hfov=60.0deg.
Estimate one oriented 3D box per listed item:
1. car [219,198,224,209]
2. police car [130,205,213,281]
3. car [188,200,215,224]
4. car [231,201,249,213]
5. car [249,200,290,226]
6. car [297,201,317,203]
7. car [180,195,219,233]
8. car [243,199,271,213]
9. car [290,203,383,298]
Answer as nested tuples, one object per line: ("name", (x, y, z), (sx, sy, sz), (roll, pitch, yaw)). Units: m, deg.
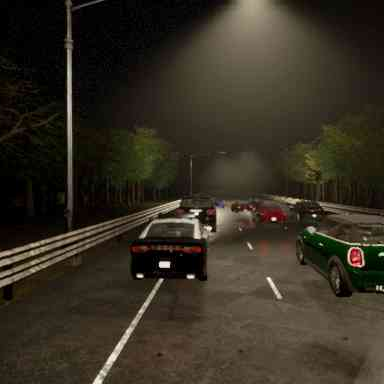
("car", (3.508, 1.530, 46.303), (2.033, 1.411, 5.357), (0, 0, 5))
("police car", (-0.443, 1.421, 10.021), (1.930, 1.638, 5.238), (0, 0, 4))
("car", (0.843, 1.469, 25.853), (1.882, 1.535, 5.008), (0, 0, 4))
("car", (5.449, 1.582, 36.271), (1.895, 1.301, 4.718), (-2, 0, 0))
("car", (5.297, 1.516, 23.061), (1.812, 1.442, 4.674), (0, 0, 4))
("car", (9.072, 1.491, 26.556), (1.837, 1.490, 4.892), (0, -1, 4))
("car", (0.392, 1.216, 19.899), (2.150, 2.045, 5.566), (0, 0, 4))
("car", (7.337, 1.557, 37.733), (1.994, 1.385, 4.181), (1, 0, -5))
("car", (4.206, 1.351, 8.626), (2.097, 1.767, 4.553), (0, 0, 4))
